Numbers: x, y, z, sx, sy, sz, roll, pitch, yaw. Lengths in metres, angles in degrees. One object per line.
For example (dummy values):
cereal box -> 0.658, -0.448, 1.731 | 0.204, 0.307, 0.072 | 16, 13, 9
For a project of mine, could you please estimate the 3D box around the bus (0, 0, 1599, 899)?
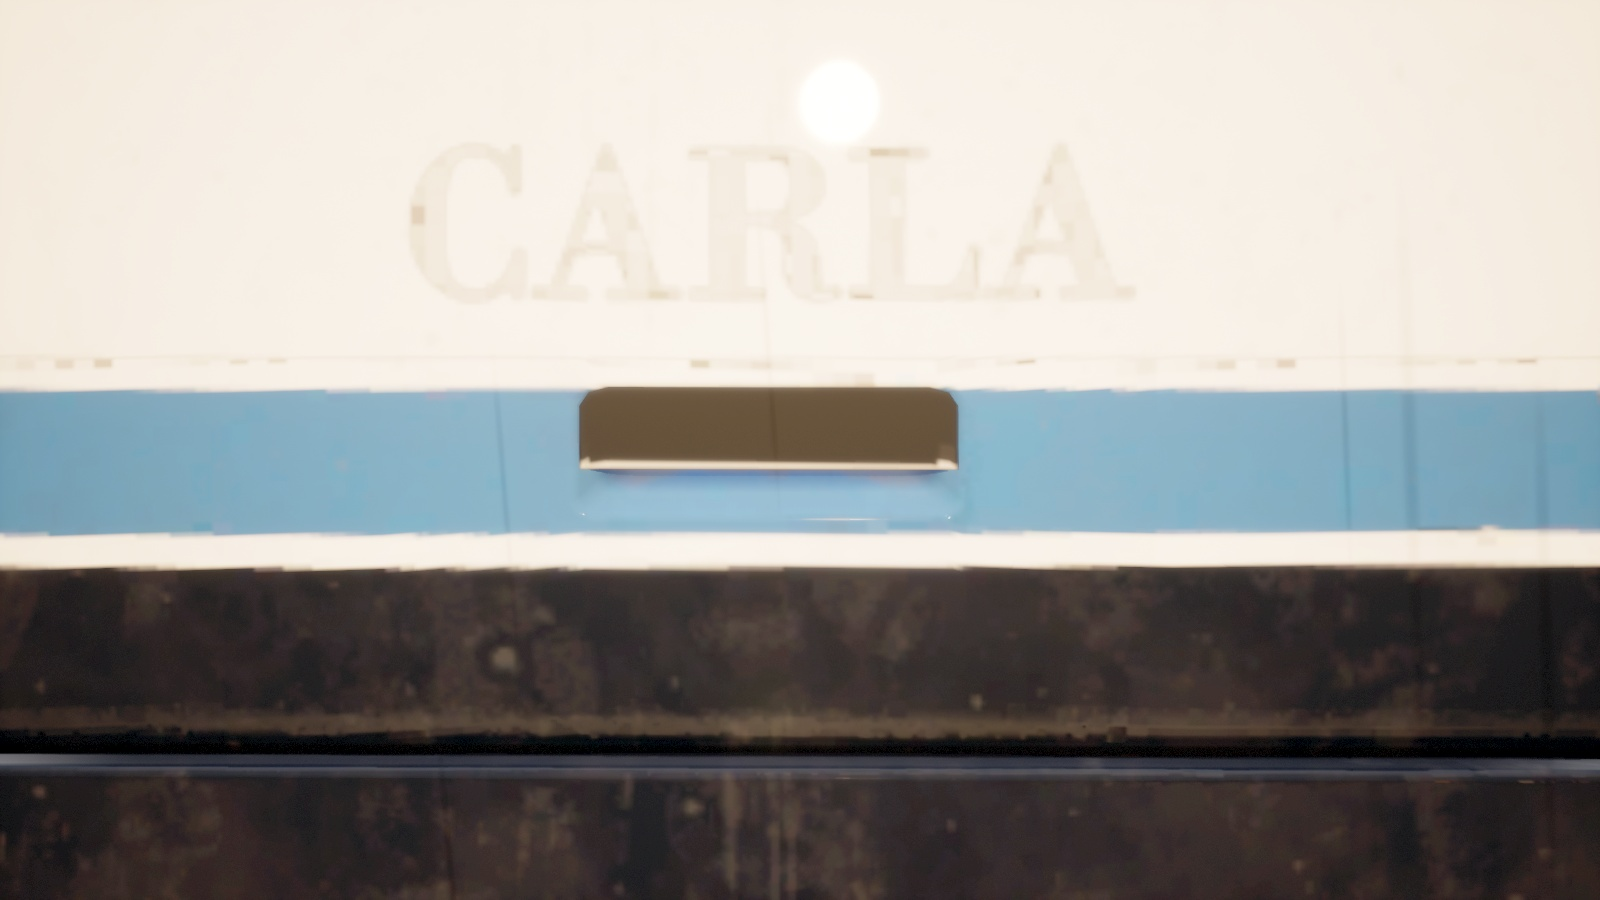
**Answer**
bus -> 0.058, -0.669, 6.657 | 3.944, 4.253, 10.273 | 0, 0, 1

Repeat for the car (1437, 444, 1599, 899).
car -> 3.499, 0.735, 2.426 | 2.163, 1.488, 4.792 | 0, 0, 1
